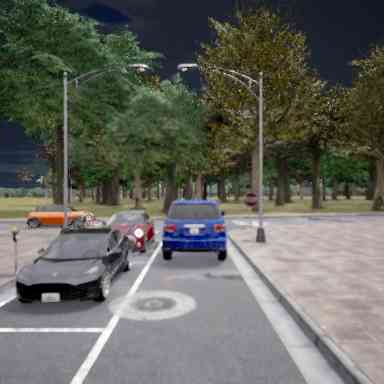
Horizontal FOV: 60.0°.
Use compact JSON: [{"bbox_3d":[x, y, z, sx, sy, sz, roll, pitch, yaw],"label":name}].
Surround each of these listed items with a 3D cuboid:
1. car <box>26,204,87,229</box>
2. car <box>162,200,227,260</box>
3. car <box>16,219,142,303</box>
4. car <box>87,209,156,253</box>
[{"bbox_3d":[-9.149,1.660,23.661,4.553,1.767,2.097,-1,0,0],"label":"car"},{"bbox_3d":[0.124,1.299,12.864,2.150,2.045,5.566,0,0,1],"label":"car"},{"bbox_3d":[-2.648,1.617,8.407,1.947,1.339,4.313,-1,0,0],"label":"car"},{"bbox_3d":[-2.650,1.523,13.842,1.967,1.590,4.097,-1,0,0],"label":"car"}]
